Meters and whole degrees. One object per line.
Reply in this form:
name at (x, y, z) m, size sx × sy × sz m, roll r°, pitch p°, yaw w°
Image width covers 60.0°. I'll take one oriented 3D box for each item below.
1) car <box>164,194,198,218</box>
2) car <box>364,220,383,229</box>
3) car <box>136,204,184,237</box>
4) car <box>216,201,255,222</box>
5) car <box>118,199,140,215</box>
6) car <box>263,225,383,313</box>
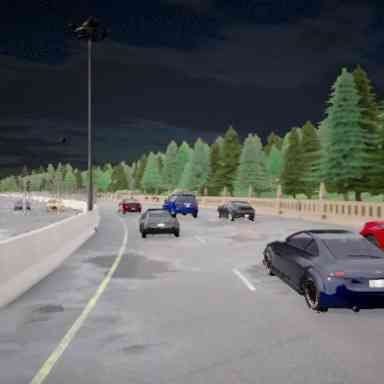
car at (-1.104, 1.227, 29.813) m, size 2.150 × 2.045 × 5.566 m, roll 0°, pitch 0°, yaw -17°
car at (6.584, 1.196, 8.373) m, size 2.150 × 2.045 × 5.566 m, roll 0°, pitch 0°, yaw -5°
car at (-1.858, 1.572, 18.125) m, size 1.994 × 1.385 × 4.181 m, roll 0°, pitch 0°, yaw -10°
car at (3.392, 1.493, 26.554) m, size 1.837 × 1.490 × 4.892 m, roll 0°, pitch 0°, yaw -15°
car at (-6.639, 1.504, 35.137) m, size 1.882 × 1.535 × 5.008 m, roll 0°, pitch 0°, yaw -20°
car at (3.085, 1.552, 7.747) m, size 1.994 × 1.385 × 4.181 m, roll 0°, pitch 0°, yaw -4°
